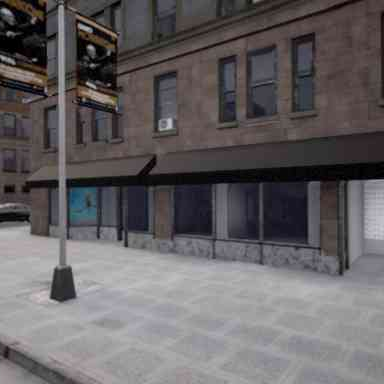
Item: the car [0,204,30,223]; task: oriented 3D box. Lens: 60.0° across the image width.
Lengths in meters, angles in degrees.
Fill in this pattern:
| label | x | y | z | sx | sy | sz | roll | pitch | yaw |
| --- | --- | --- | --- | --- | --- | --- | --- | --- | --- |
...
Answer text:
| label | x | y | z | sx | sy | sz | roll | pitch | yaw |
| --- | --- | --- | --- | --- | --- | --- | --- | --- | --- |
| car | -13.897 | 1.678 | 25.101 | 1.837 | 1.490 | 4.892 | -1 | 0 | 37 |
